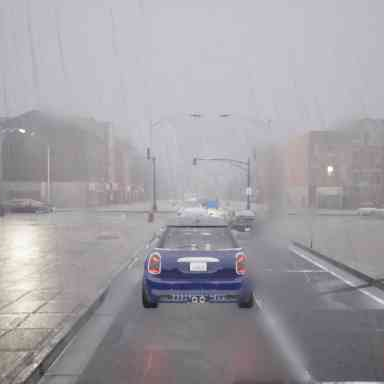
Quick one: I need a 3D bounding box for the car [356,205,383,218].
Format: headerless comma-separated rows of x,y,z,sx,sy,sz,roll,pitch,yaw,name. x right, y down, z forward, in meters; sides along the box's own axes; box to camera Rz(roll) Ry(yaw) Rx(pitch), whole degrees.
19.009,1.901,33.040,4.718,1.301,1.895,1,1,0,car

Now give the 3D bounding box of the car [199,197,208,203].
2.780,1.982,82.117,1.887,1.381,4.507,-1,-1,0,car

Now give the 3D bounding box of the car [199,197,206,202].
2.800,2.138,92.696,1.802,1.307,4.206,-2,-1,0,car

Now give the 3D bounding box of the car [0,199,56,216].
-14.945,1.380,30.216,4.902,1.511,2.128,1,1,0,car

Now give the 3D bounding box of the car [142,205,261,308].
0.114,1.355,8.058,2.097,1.767,4.553,0,0,0,car

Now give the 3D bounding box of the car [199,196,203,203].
2.725,1.516,55.669,2.192,1.841,5.009,-1,0,0,car

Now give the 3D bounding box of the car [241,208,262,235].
2.661,1.572,18.128,2.008,1.369,4.403,-1,0,0,car

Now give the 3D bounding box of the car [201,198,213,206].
2.740,1.793,60.956,2.008,1.369,4.403,-1,-1,0,car

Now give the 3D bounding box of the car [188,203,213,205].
0.164,1.546,17.878,1.812,1.442,4.674,0,0,1,car

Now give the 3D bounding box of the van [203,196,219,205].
2.706,1.474,45.087,1.690,1.788,3.998,-1,0,0,van

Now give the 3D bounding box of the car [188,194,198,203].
0.147,1.583,75.065,2.150,2.045,5.566,0,-1,0,car

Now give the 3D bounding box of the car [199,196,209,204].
2.767,1.824,76.828,1.967,1.590,4.097,-1,-1,0,car

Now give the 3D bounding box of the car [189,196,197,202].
0.167,1.845,85.454,2.033,1.411,5.357,0,-1,0,car
